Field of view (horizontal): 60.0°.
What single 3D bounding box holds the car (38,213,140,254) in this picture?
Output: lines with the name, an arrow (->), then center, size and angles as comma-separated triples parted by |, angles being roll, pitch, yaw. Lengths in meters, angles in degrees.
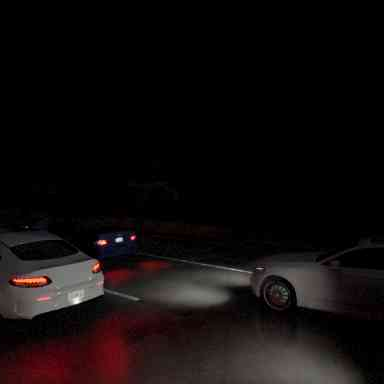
car -> -4.196, 1.429, 11.335 | 5.357, 1.411, 2.033 | 1, 1, 36

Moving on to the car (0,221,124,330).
car -> -3.720, 1.455, 6.676 | 4.674, 1.442, 1.812 | 1, 1, 36

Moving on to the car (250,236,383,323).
car -> 3.332, 1.524, 5.915 | 4.674, 1.442, 1.812 | 0, 0, 36
